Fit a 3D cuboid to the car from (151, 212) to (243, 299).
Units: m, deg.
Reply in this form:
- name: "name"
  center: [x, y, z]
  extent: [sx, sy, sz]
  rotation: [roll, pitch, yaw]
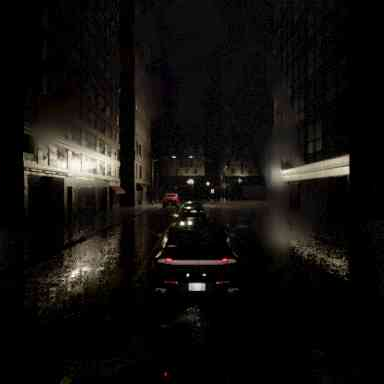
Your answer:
- name: "car"
  center: [0.102, 1.492, 8.420]
  extent: [2.128, 1.511, 4.902]
  rotation: [0, 0, 0]

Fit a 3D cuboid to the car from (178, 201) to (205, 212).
- name: "car"
  center: [0.122, 1.549, 28.165]
  extent: [2.033, 1.411, 5.357]
  rotation: [0, 0, 0]

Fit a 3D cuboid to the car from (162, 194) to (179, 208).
- name: "car"
  center: [-2.973, 1.239, 47.450]
  extent: [2.150, 2.045, 5.566]
  rotation: [0, 0, 0]
